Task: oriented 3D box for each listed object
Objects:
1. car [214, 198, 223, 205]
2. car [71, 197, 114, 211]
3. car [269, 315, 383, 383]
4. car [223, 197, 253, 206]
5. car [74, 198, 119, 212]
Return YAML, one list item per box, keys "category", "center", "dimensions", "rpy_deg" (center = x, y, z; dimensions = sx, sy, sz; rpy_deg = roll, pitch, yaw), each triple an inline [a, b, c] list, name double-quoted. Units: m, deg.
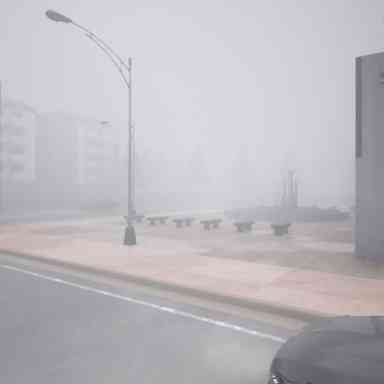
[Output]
- category: "car"
  center: [6.038, 1.516, 56.983]
  dimensions: [4.674, 1.442, 1.812]
  rpy_deg: [0, 0, -24]
- category: "car"
  center: [-12.596, 1.480, 42.221]
  dimensions: [2.128, 1.511, 4.902]
  rpy_deg: [0, 0, 38]
- category: "car"
  center: [2.874, 1.505, 1.943]
  dimensions: [4.892, 1.490, 1.837]
  rpy_deg: [0, 0, 35]
- category: "car"
  center: [7.808, 1.556, 53.951]
  dimensions: [4.181, 1.385, 1.994]
  rpy_deg: [0, 0, -24]
- category: "car"
  center: [-10.780, 1.494, 38.857]
  dimensions: [1.837, 1.490, 4.892]
  rpy_deg: [0, 0, 38]
